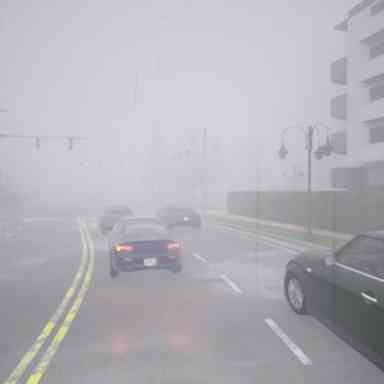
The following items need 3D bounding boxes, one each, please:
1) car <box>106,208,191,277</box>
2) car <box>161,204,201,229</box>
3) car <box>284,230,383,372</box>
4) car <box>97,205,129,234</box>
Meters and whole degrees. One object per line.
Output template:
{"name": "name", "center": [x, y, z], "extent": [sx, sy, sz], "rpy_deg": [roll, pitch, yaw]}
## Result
{"name": "car", "center": [-1.535, 1.438, 9.953], "extent": [1.812, 1.442, 4.674], "rpy_deg": [0, 1, -14]}
{"name": "car", "center": [-0.955, 1.385, 19.843], "extent": [1.994, 1.385, 4.181], "rpy_deg": [0, 1, -18]}
{"name": "car", "center": [3.020, 1.306, 4.614], "extent": [2.097, 1.767, 4.553], "rpy_deg": [0, 1, -7]}
{"name": "car", "center": [-4.113, 1.406, 18.321], "extent": [1.994, 1.385, 4.181], "rpy_deg": [0, 1, -19]}
